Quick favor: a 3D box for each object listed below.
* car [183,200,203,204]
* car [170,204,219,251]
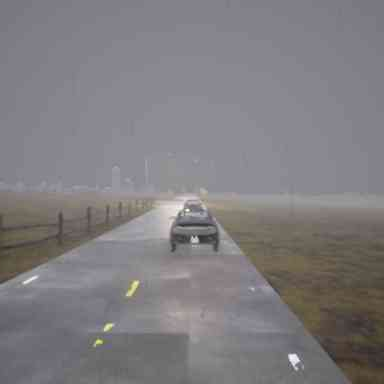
[{"bbox_3d":[0.092,1.442,31.666,1.812,1.442,4.674,0,0,0],"label":"car"},{"bbox_3d":[0.097,1.479,14.066,2.128,1.511,4.902,0,0,0],"label":"car"}]
